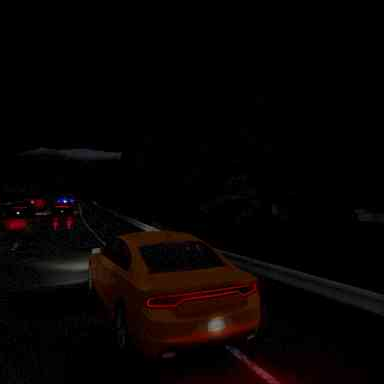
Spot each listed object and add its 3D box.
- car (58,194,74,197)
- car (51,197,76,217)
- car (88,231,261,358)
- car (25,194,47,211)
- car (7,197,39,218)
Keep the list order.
[{"bbox_3d":[-15.667,1.221,41.355,2.150,2.045,5.566,0,0,-19],"label":"car"},{"bbox_3d":[-12.183,1.492,31.479,2.128,1.511,4.902,0,0,-19],"label":"car"},{"bbox_3d":[-0.746,1.478,6.315,1.882,1.535,5.008,0,0,-25],"label":"car"},{"bbox_3d":[-18.825,1.221,39.941,2.150,2.045,5.566,0,0,-19],"label":"car"},{"bbox_3d":[-15.348,1.505,30.064,1.837,1.490,4.892,0,0,-20],"label":"car"}]
